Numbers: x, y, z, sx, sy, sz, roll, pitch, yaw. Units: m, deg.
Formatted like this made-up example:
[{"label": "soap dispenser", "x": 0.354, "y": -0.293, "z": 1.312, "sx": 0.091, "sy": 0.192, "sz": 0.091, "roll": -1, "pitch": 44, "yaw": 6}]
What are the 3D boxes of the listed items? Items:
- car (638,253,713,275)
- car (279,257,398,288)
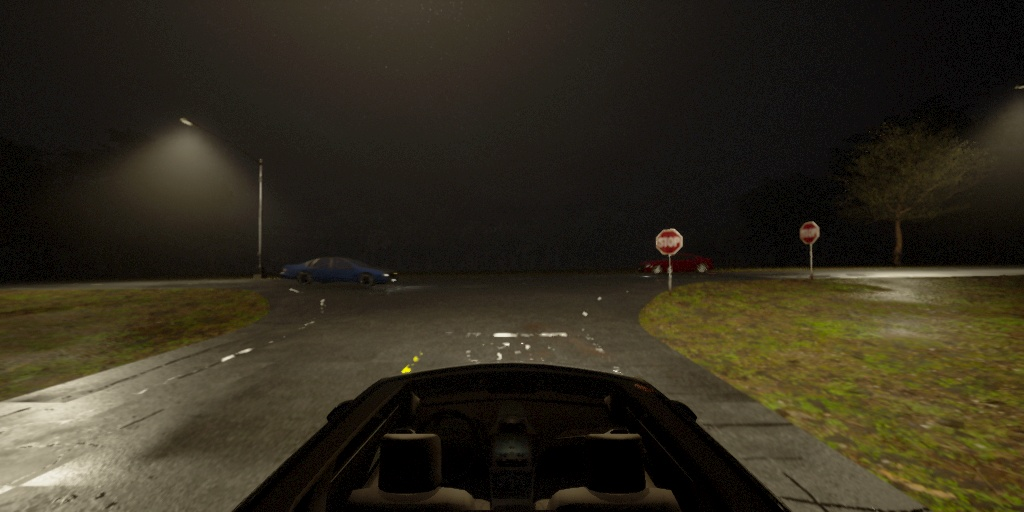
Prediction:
[{"label": "car", "x": 11.487, "y": 0.578, "z": 25.355, "sx": 5.008, "sy": 1.535, "sz": 1.882, "roll": -1, "pitch": -2, "yaw": -1}, {"label": "car", "x": -8.637, "y": 0.772, "z": 18.131, "sx": 5.357, "sy": 1.411, "sz": 2.033, "roll": 1, "pitch": -1, "yaw": 0}]
